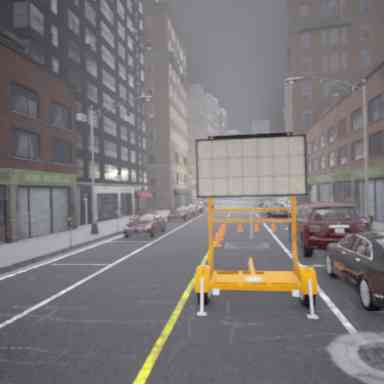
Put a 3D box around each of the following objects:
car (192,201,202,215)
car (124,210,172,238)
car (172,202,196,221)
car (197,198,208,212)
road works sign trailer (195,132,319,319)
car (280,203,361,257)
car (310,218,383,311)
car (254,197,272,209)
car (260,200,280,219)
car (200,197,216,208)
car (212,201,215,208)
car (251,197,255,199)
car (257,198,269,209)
[{"bbox_3d":[-0.309,1.942,35.850,1.802,1.307,4.206,-2,-1,8],"label":"car"},{"bbox_3d":[-2.653,1.841,19.494,1.802,1.307,4.206,-2,-1,8],"label":"car"},{"bbox_3d":[-1.090,1.909,30.398,1.802,1.307,4.206,-2,-1,8],"label":"car"},{"bbox_3d":[0.468,1.832,41.304,1.967,1.590,4.097,-2,-1,8],"label":"car"},{"bbox_3d":[1.330,0.508,7.501,2.380,3.560,2.880,-1,-1,8],"label":"road works sign trailer"},{"bbox_3d":[4.996,1.323,12.855,2.192,1.841,5.009,-2,-1,8],"label":"car"},{"bbox_3d":[4.223,1.524,7.401,2.008,1.369,4.403,-2,-1,8],"label":"car"},{"bbox_3d":[9.691,1.773,45.555,1.947,1.339,4.313,-2,-1,8],"label":"car"},{"bbox_3d":[7.347,1.677,29.203,1.947,1.339,4.313,-2,-1,8],"label":"car"},{"bbox_3d":[2.807,1.799,57.661,2.192,1.841,5.009,-2,-1,8],"label":"car"},{"bbox_3d":[2.026,1.769,52.209,2.192,1.841,5.009,-2,-1,8],"label":"car"},{"bbox_3d":[10.472,1.803,51.006,1.947,1.339,4.313,-2,-1,8],"label":"car"},{"bbox_3d":[8.152,1.670,34.823,1.752,1.417,4.829,-2,-1,8],"label":"car"}]
